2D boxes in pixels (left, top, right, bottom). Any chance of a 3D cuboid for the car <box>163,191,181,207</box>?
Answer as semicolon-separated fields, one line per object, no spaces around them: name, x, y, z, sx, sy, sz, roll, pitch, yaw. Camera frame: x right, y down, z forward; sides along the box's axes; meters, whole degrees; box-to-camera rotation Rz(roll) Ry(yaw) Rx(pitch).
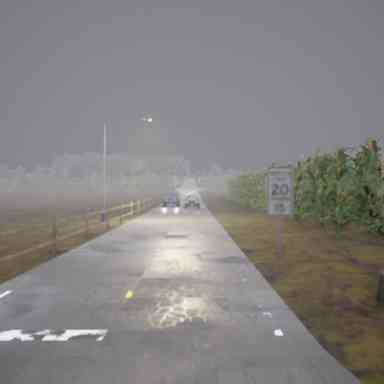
car;-2.729;0.897;45.448;2.150;2.045;5.566;0;1;0

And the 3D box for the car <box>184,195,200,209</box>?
car;0.020;1.282;41.311;1.812;1.442;4.674;0;1;0

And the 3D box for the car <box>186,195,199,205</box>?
car;0.024;1.136;51.341;1.895;1.301;4.718;0;2;0
